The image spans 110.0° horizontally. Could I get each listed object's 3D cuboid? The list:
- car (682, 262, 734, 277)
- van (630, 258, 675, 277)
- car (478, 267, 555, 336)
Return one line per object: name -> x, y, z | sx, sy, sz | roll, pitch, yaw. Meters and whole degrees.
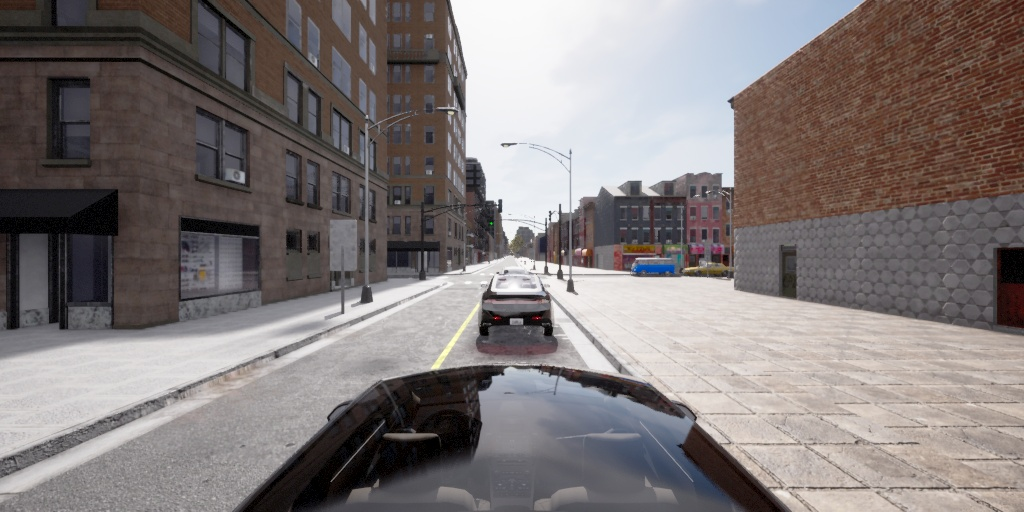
car -> 19.206, 1.267, 35.060 | 4.829, 1.417, 1.751 | 0, 0, 0
van -> 13.764, 1.087, 35.073 | 3.998, 1.789, 1.690 | 0, 0, 0
car -> 0.105, 1.241, 10.370 | 2.128, 1.511, 4.902 | 0, 0, 0
